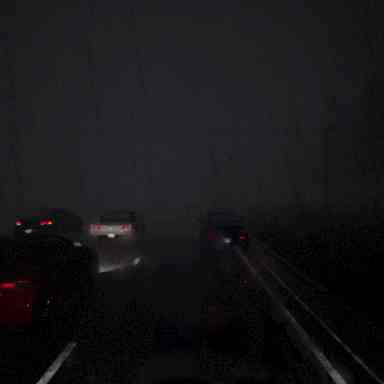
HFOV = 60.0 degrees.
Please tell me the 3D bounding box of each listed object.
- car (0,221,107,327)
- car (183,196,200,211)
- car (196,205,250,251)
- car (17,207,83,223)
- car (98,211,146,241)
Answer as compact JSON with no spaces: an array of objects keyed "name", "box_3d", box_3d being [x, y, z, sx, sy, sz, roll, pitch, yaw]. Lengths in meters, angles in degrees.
[{"name":"car","box_3d":[-3.413,1.545,6.991,1.994,1.385,4.181,0,0,1]},{"name":"car","box_3d":[0.003,1.498,38.088,1.895,1.301,4.718,0,0,0]},{"name":"car","box_3d":[1.215,1.488,13.820,1.812,1.442,4.674,0,0,0]},{"name":"car","box_3d":[-6.913,1.482,16.463,1.812,1.442,4.674,0,0,0]},{"name":"car","box_3d":[-3.412,1.557,16.330,1.895,1.301,4.718,0,0,0]}]
